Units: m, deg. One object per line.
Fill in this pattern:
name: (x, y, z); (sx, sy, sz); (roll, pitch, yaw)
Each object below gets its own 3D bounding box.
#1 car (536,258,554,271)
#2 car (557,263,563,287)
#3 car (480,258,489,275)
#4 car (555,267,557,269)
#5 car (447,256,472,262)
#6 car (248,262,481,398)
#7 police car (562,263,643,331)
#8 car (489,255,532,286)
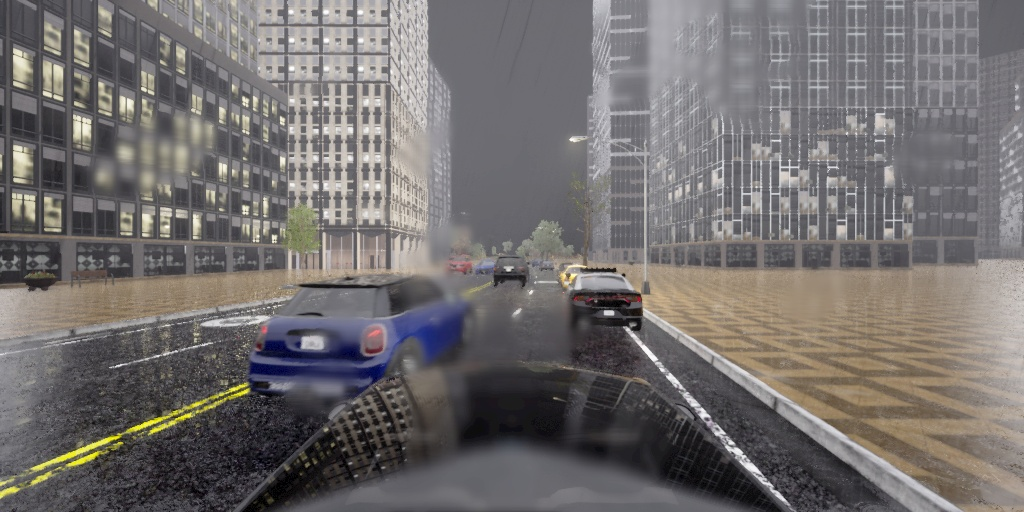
car: (4.701, 1.316, 48.723); (2.033, 1.411, 5.357); (0, 0, 1)
car: (3.852, 1.210, 21.432); (1.801, 1.575, 5.366); (0, 0, 6)
car: (-2.545, 1.240, 36.848); (1.882, 1.535, 5.008); (0, 0, 3)
car: (4.399, 1.261, 27.311); (1.837, 1.490, 4.892); (0, 0, 5)
car: (-5.669, 0.986, 38.921); (2.150, 2.045, 5.566); (0, 0, 3)
car: (-2.170, 1.103, 6.574); (2.097, 1.767, 4.553); (0, 0, 8)
police car: (2.684, 1.177, 11.260); (1.930, 1.638, 5.238); (0, 0, 7)
car: (0.026, 0.978, 25.200); (2.150, 2.045, 5.566); (0, 0, 5)
